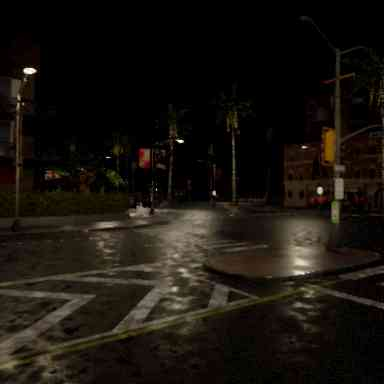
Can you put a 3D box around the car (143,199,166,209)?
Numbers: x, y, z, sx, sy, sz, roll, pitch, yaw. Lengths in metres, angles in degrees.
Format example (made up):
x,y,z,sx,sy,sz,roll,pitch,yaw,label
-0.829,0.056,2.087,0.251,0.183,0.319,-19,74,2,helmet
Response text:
x,y,z,sx,sy,sz,roll,pitch,yaw,label
-5.590,1.758,49.212,2.128,1.511,4.902,1,0,-35,car
